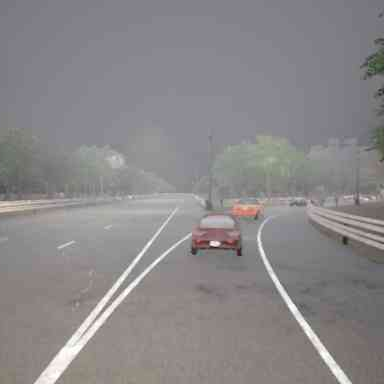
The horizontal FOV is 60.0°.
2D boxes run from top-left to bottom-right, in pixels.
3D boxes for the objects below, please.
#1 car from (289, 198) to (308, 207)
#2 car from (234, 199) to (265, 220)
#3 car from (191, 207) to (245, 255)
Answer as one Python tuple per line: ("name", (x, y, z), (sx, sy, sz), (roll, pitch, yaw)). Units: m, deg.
("car", (16.573, 1.622, 50.805), (1.895, 1.301, 4.718), (0, 0, 37))
("car", (5.016, 1.372, 28.934), (2.097, 1.767, 4.553), (0, 0, 20))
("car", (1.088, 1.534, 13.254), (1.812, 1.442, 4.674), (0, 0, 8))
